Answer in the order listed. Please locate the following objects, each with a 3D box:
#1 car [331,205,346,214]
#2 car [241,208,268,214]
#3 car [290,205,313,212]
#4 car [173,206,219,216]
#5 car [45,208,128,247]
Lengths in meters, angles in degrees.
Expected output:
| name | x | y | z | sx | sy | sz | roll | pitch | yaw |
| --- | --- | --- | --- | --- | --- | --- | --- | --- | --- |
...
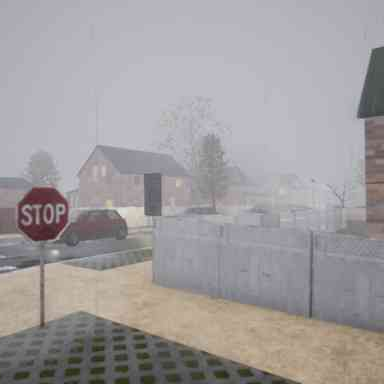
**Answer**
| name | x | y | z | sx | sy | sz | roll | pitch | yaw |
| --- | --- | --- | --- | --- | --- | --- | --- | --- | --- |
| car | 23.172 | 2.796 | 52.147 | 1.837 | 1.490 | 4.892 | -1 | -2 | 35 |
| car | 6.292 | 2.329 | 33.452 | 1.994 | 1.385 | 4.181 | -1 | -2 | 35 |
| car | 15.228 | 2.459 | 45.891 | 2.033 | 1.411 | 5.357 | -1 | -2 | 35 |
| car | 0.276 | 1.880 | 24.994 | 2.097 | 1.767 | 4.553 | -1 | -2 | 35 |
| car | -5.431 | 1.656 | 16.904 | 2.097 | 1.767 | 4.553 | -1 | -2 | 34 |
